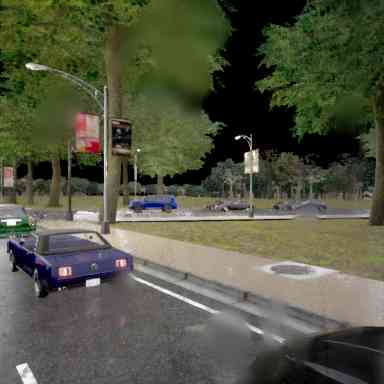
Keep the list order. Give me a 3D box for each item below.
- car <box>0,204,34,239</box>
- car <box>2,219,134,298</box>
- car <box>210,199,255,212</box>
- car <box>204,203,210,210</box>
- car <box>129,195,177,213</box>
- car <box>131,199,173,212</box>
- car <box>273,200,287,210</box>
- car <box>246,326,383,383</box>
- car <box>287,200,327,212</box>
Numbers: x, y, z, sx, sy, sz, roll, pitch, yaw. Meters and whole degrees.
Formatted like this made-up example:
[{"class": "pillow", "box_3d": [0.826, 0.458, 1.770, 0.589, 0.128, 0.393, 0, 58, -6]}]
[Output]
[{"class": "car", "box_3d": [-8.941, 1.352, 15.787, 2.097, 1.767, 4.553, 0, 0, -38]}, {"class": "car", "box_3d": [-3.428, 1.601, 8.687, 1.895, 1.301, 4.718, 0, 0, -38]}, {"class": "car", "box_3d": [5.235, 1.678, 40.696, 4.902, 1.511, 2.128, 0, 0, -14]}, {"class": "car", "box_3d": [3.867, 1.708, 43.696, 4.674, 1.442, 1.812, 0, 0, -15]}, {"class": "car", "box_3d": [-4.446, 1.352, 38.186, 5.566, 2.045, 2.150, 0, 0, -15]}, {"class": "car", "box_3d": [-4.971, 1.623, 41.405, 4.902, 1.511, 2.128, 0, 0, -14]}, {"class": "car", "box_3d": [13.443, 1.806, 46.178, 4.181, 1.385, 1.994, 0, 0, -15]}, {"class": "car", "box_3d": [2.368, 1.478, 1.232, 1.882, 1.535, 5.008, 0, 0, -38]}, {"class": "car", "box_3d": [15.230, 1.775, 43.283, 4.674, 1.442, 1.812, 0, 0, -14]}]
